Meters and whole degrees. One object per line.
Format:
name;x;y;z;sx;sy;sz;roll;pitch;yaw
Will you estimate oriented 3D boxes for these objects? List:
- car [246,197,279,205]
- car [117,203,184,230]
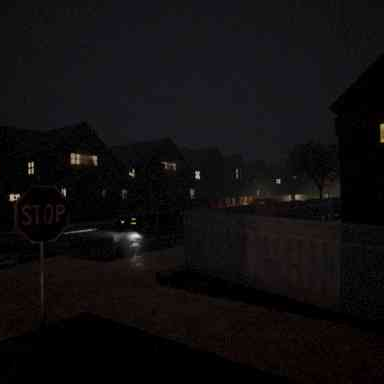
car;7.191;1.297;33.790;1.882;1.535;5.008;-2;-1;36
car;-2.471;1.448;20.641;1.837;1.490;4.892;-2;-1;36
